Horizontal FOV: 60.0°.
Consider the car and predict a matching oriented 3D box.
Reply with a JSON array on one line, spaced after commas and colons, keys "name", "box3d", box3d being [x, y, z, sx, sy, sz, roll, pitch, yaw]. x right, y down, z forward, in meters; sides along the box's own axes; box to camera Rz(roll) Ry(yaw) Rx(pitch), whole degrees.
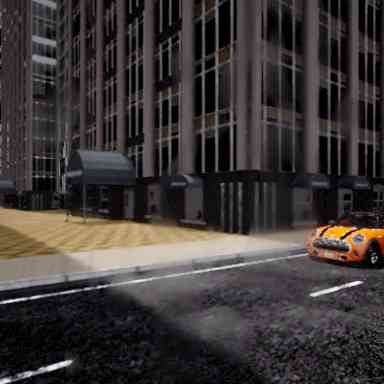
[{"name": "car", "box3d": [6.295, 1.499, 12.167, 4.553, 1.767, 2.097, 1, 0, -35]}]
